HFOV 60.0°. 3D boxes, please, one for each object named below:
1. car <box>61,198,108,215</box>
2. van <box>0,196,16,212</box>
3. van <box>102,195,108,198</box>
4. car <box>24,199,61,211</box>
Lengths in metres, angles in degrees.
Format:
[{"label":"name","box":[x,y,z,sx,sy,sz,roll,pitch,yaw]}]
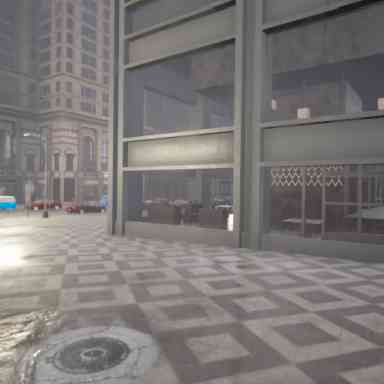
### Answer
[{"label":"car","box":[-11.439,1.712,36.285,1.887,1.381,4.507,1,0,35]},{"label":"van","box":[-21.601,1.348,36.716,1.690,1.788,3.998,1,0,35]},{"label":"van","box":[-12.045,1.410,50.258,1.690,1.788,3.998,1,0,35]},{"label":"car","box":[-18.418,1.572,41.231,1.887,1.381,4.507,1,0,35]}]
